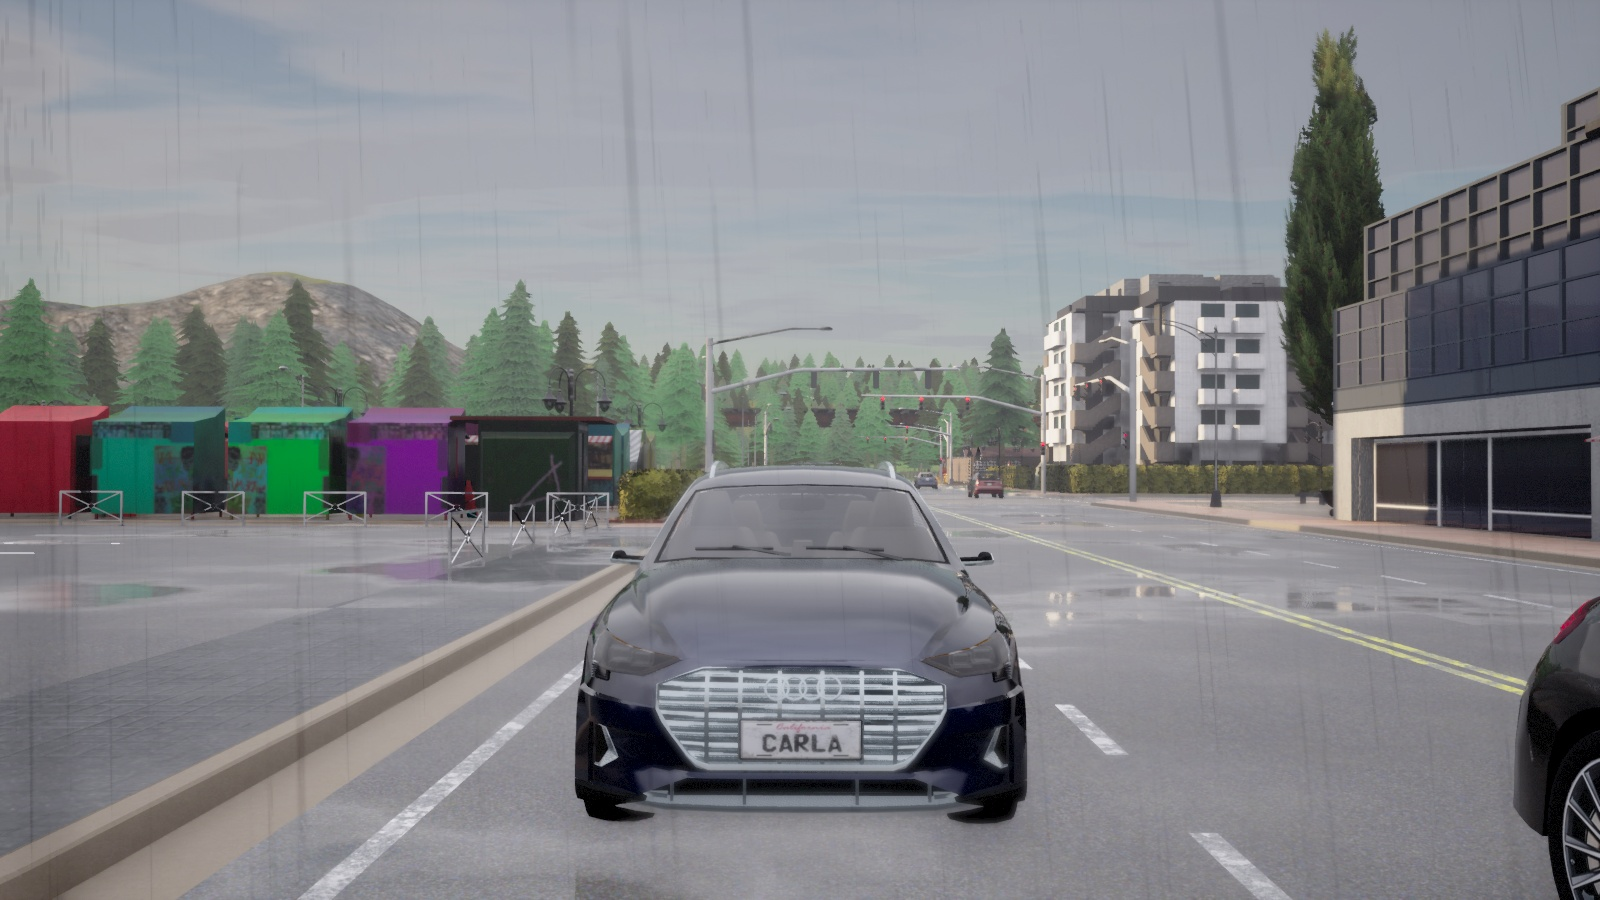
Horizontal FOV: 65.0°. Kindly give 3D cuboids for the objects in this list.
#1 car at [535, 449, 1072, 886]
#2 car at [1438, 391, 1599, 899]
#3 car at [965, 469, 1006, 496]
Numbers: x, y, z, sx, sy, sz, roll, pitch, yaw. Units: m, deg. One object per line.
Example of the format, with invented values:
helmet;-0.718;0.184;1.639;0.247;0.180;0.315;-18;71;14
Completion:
car;0.019;0.865;7.197;2.033;1.649;4.856;0;-1;0
car;3.494;0.617;2.241;2.152;1.651;5.027;0;-1;0
car;11.070;1.928;75.188;1.851;1.617;3.988;0;-1;0
